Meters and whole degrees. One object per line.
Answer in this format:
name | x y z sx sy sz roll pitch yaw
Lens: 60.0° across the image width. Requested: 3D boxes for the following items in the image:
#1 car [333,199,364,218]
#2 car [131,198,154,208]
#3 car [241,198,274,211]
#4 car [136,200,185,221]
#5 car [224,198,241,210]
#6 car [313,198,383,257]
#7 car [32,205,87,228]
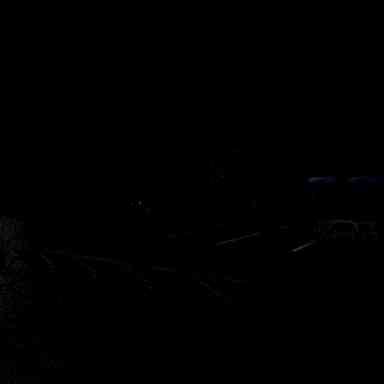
car | 13.833 1.398 29.382 1.845 1.501 3.633 -1 0 35
car | -7.957 1.792 55.166 2.097 1.767 4.553 -1 0 35
car | 8.650 1.540 42.509 2.152 1.636 5.027 -1 0 35
car | -2.313 1.596 27.402 1.970 1.475 3.806 -1 0 35
car | 6.067 1.584 44.289 2.007 1.523 4.514 -1 0 35
car | 5.993 1.136 12.187 1.932 1.855 4.605 -1 0 35
car | -9.050 1.619 23.093 1.845 1.501 3.633 -1 0 35
